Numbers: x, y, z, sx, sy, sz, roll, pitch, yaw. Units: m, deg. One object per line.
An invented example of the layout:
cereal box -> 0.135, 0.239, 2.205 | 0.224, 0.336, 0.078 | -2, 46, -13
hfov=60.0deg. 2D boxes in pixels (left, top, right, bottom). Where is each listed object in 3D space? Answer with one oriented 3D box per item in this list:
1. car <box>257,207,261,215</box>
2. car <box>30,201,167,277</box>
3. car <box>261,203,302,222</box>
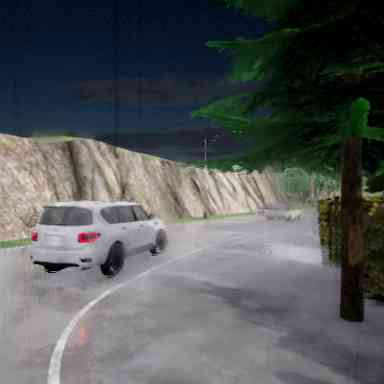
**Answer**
car -> 8.834, 1.884, 36.525 | 1.895, 1.301, 4.718 | 0, -1, 35
car -> -2.649, 1.302, 10.873 | 2.150, 2.045, 5.566 | 0, 0, 16
car -> 8.010, 1.825, 28.768 | 1.895, 1.301, 4.718 | 0, -1, 34
